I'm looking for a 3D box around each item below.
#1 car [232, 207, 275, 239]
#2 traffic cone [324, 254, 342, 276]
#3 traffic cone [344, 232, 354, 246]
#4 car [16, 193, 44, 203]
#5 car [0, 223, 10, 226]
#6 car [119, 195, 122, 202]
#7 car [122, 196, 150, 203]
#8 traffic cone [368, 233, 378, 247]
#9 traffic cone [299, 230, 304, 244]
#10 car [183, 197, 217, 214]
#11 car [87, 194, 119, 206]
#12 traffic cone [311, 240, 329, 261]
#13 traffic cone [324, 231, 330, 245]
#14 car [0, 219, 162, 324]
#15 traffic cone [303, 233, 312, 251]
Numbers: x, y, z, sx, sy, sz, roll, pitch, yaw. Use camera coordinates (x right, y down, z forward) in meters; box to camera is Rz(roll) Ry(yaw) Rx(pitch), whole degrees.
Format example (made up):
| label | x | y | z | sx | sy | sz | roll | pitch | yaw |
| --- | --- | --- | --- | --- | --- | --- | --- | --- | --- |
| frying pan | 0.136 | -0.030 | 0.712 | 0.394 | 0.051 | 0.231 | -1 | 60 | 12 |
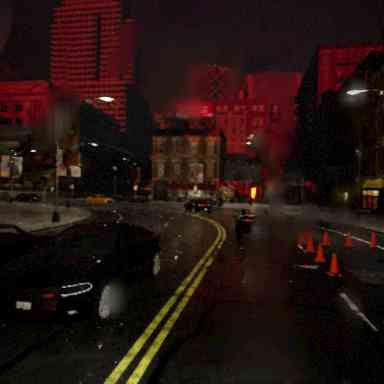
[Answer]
| label | x | y | z | sx | sy | sz | roll | pitch | yaw |
| --- | --- | --- | --- | --- | --- | --- | --- | --- | --- |
| car | 3.220 | 1.550 | 17.751 | 2.128 | 1.511 | 4.902 | 1 | 0 | 5 |
| traffic cone | 4.018 | 2.038 | 9.398 | 0.340 | 0.580 | 0.340 | 1 | 0 | 10 |
| traffic cone | 7.070 | 2.101 | 14.937 | 0.340 | 0.580 | 0.340 | 1 | 0 | 10 |
| car | -25.639 | 0.897 | 52.572 | 4.892 | 1.490 | 1.837 | 1 | 0 | 26 |
| car | -5.481 | 1.473 | 8.104 | 1.895 | 1.301 | 4.718 | 1 | 0 | 10 |
| car | -14.493 | 1.152 | 62.158 | 4.674 | 1.452 | 2.002 | 1 | 0 | 30 |
| car | -9.673 | 1.336 | 59.063 | 4.718 | 1.301 | 1.895 | 1 | 0 | 40 |
| traffic cone | 8.053 | 2.123 | 14.756 | 0.340 | 0.580 | 0.340 | 1 | 0 | 10 |
| traffic cone | 5.103 | 2.058 | 15.299 | 0.340 | 0.580 | 0.340 | 1 | 0 | 10 |
| car | 0.501 | 1.490 | 35.847 | 1.837 | 1.490 | 4.892 | 2 | 0 | -21 |
| car | -13.429 | 1.143 | 48.671 | 5.008 | 1.535 | 1.882 | 1 | 0 | 40 |
| traffic cone | 4.379 | 2.044 | 11.365 | 0.340 | 0.580 | 0.340 | 1 | 0 | 10 |
| traffic cone | 6.087 | 2.079 | 15.118 | 0.340 | 0.580 | 0.340 | 1 | 0 | 10 |
| car | -2.078 | 1.426 | 7.416 | 1.882 | 1.535 | 5.008 | 1 | 0 | 10 |
| traffic cone | 4.741 | 2.051 | 13.332 | 0.340 | 0.580 | 0.340 | 1 | 0 | 10 |
